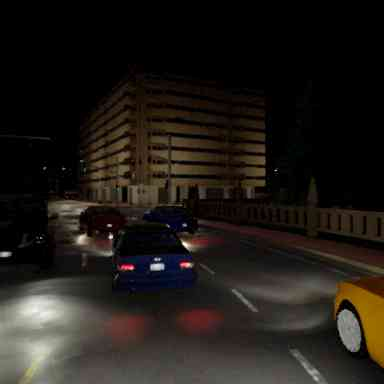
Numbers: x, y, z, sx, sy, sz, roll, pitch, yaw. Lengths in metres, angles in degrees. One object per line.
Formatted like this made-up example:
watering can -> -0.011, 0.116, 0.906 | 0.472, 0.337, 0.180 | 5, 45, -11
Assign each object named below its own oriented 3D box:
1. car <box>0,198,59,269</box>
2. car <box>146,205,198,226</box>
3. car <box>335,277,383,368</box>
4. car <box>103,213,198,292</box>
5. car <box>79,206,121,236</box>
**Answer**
car -> -5.733, 1.232, 11.063 | 2.150, 2.045, 5.566 | 0, 0, -21
car -> -1.392, 1.496, 18.805 | 1.882, 1.535, 5.008 | 0, 0, -24
car -> 3.178, 1.480, 3.001 | 1.882, 1.535, 5.008 | 0, 0, -4
car -> -1.271, 1.557, 9.135 | 2.033, 1.411, 5.357 | 0, 0, -13
car -> -5.138, 1.497, 18.680 | 1.882, 1.535, 5.008 | 0, 0, -25
